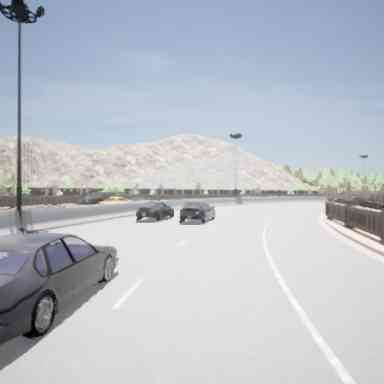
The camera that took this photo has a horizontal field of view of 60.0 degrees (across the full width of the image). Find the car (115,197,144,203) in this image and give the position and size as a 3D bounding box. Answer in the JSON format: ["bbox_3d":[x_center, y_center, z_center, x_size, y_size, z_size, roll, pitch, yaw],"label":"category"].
[{"bbox_3d":[-6.154,1.361,37.824,2.128,1.511,4.902,0,0,23],"label":"car"}]

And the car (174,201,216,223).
[{"bbox_3d":[0.485,1.441,24.775,1.837,1.490,4.892,0,0,16],"label":"car"}]

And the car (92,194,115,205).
[{"bbox_3d":[-9.209,1.328,39.565,1.882,1.535,5.008,0,0,23],"label":"car"}]

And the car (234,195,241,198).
[{"bbox_3d":[11.346,1.374,75.988,4.902,1.511,2.128,0,0,-45],"label":"car"}]

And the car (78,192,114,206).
[{"bbox_3d":[-11.900,1.052,42.248,2.150,2.045,5.566,0,0,24],"label":"car"}]

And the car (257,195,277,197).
[{"bbox_3d":[16.567,1.357,71.291,4.892,1.490,1.837,0,0,-45],"label":"car"}]

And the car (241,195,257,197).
[{"bbox_3d":[13.679,1.368,73.378,4.892,1.490,1.837,0,0,-45],"label":"car"}]

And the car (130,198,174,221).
[{"bbox_3d":[-2.797,1.443,26.007,1.812,1.442,4.674,0,0,16],"label":"car"}]

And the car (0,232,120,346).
[{"bbox_3d":[-3.041,1.515,6.518,2.033,1.411,5.357,0,0,5],"label":"car"}]
